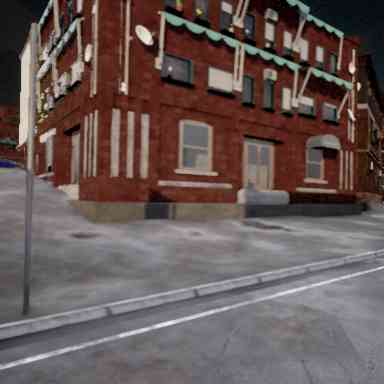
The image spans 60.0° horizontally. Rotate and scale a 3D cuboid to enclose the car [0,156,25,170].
[{"bbox_3d":[-17.312,-2.477,29.485,2.002,1.452,4.674,1,-2,40],"label":"car"}]
